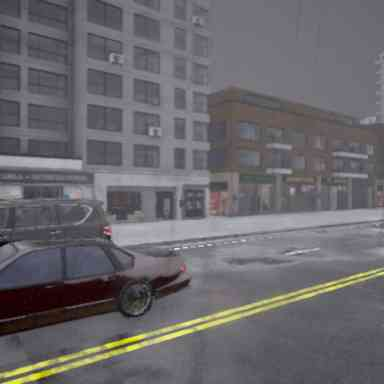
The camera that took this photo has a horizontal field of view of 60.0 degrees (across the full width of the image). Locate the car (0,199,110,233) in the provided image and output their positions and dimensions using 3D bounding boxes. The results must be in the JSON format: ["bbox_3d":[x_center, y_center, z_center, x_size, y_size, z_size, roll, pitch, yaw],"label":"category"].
[{"bbox_3d":[-4.746,1.221,8.284,5.566,2.045,2.150,0,0,-35],"label":"car"}]

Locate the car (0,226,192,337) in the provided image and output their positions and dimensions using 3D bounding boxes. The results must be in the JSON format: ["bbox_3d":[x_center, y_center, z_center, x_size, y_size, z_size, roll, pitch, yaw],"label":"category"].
[{"bbox_3d":[-2.570,1.547,5.845,5.357,1.411,2.033,0,0,-35],"label":"car"}]
